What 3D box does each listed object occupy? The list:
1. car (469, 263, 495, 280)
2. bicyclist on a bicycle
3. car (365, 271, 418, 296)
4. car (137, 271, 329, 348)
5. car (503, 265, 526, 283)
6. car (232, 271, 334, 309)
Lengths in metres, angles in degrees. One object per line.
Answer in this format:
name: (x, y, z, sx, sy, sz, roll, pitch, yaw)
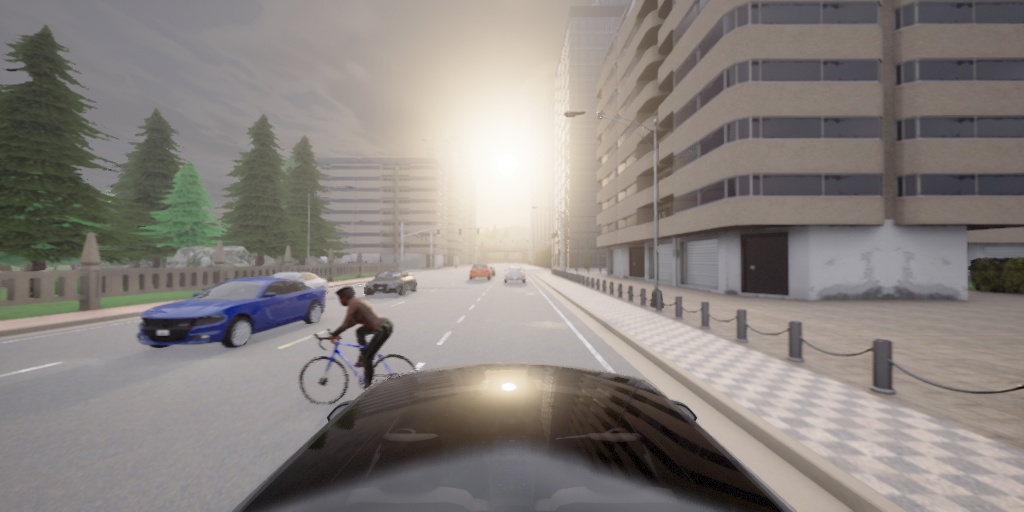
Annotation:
car: (-3.229, 1.556, 37.660, 2.097, 1.767, 4.553, 0, -1, 0)
bicyclist on a bicycle: (-2.115, 1.243, 4.930, 1.656, 1.620, 0.582, -2, -1, 0)
car: (-6.993, 1.557, 21.130, 1.994, 1.385, 4.181, 0, -1, 1)
car: (-7.063, 1.327, 9.766, 1.882, 1.535, 5.008, 0, -1, 0)
car: (0.247, 1.666, 32.571, 1.812, 1.442, 4.674, 0, -1, 0)
car: (-10.488, 1.464, 16.943, 1.812, 1.442, 4.674, 0, -1, 1)
